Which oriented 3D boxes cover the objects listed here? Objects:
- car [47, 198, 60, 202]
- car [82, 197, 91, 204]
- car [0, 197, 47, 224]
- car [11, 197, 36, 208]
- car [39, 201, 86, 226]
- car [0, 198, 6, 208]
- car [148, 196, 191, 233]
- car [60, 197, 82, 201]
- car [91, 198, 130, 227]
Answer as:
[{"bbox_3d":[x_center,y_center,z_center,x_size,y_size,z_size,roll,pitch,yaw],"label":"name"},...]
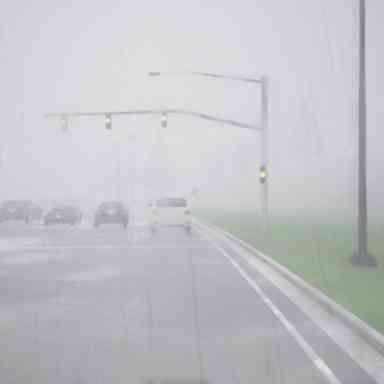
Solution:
[{"bbox_3d":[-23.754,1.612,53.793,4.181,1.385,1.994,0,0,41],"label":"car"},{"bbox_3d":[-19.045,1.587,58.993,5.357,1.411,2.033,0,0,42],"label":"car"},{"bbox_3d":[-12.946,1.378,25.386,2.097,1.767,4.553,0,0,-10],"label":"car"},{"bbox_3d":[-25.835,1.558,50.948,4.892,1.490,1.837,0,0,44],"label":"car"},{"bbox_3d":[-9.106,1.583,23.791,1.994,1.385,4.181,0,0,-10],"label":"car"},{"bbox_3d":[-30.471,1.608,50.396,5.357,1.411,2.033,0,0,38],"label":"car"},{"bbox_3d":[-1.375,1.225,19.808,2.150,2.045,5.566,0,0,-7],"label":"car"},{"bbox_3d":[-21.215,1.549,56.225,4.892,1.490,1.837,0,0,42],"label":"car"},{"bbox_3d":[-5.417,1.364,22.932,2.097,1.767,4.553,0,0,-9],"label":"car"}]
